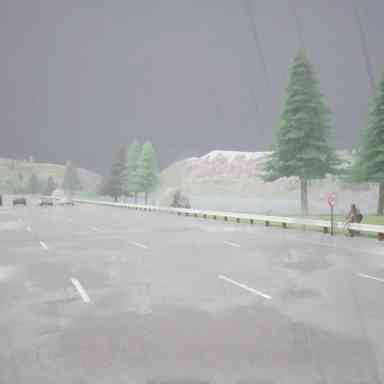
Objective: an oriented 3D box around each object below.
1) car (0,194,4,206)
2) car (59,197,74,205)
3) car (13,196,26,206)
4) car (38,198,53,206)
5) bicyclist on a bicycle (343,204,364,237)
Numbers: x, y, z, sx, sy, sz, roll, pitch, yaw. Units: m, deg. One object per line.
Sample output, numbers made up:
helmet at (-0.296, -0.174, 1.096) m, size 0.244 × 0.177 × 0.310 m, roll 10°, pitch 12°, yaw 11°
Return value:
car at (-32.004, 1.221, 54.156) m, size 2.150 × 2.045 × 5.566 m, roll 0°, pitch 0°, yaw -31°
car at (-21.663, 1.526, 57.301) m, size 1.812 × 1.442 × 4.674 m, roll 0°, pitch 0°, yaw -30°
car at (-29.355, 1.491, 56.549) m, size 2.128 × 1.511 × 4.902 m, roll 0°, pitch 0°, yaw -31°
car at (-24.036, 1.601, 54.446) m, size 1.895 × 1.301 × 4.718 m, roll 0°, pitch 0°, yaw -31°
bicyclist on a bicycle at (8.097, 1.437, 16.590) m, size 1.656 × 1.620 × 0.582 m, roll 5°, pitch -2°, yaw -30°
